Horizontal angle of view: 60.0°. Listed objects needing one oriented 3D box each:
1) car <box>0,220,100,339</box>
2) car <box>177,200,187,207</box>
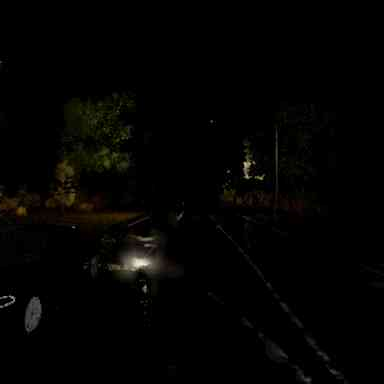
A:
[{"bbox_3d":[-3.379,1.432,6.819,1.882,1.535,5.008,1,1,1],"label":"car"},{"bbox_3d":[-2.276,2.521,75.558,1.837,1.490,4.892,0,-1,5],"label":"car"}]
